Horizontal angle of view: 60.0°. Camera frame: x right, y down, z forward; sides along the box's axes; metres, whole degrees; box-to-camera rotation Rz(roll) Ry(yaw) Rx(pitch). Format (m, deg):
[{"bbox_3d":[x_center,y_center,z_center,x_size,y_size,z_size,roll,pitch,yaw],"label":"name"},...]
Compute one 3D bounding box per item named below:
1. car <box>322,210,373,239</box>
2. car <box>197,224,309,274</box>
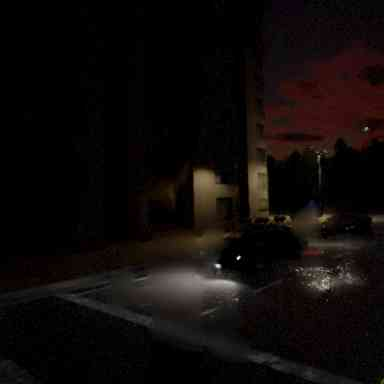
[{"bbox_3d":[9.555,1.917,20.342,1.882,1.535,5.008,-3,-3,41],"label":"car"},{"bbox_3d":[2.513,1.900,12.226,2.033,1.411,5.357,-3,-2,41],"label":"car"}]
